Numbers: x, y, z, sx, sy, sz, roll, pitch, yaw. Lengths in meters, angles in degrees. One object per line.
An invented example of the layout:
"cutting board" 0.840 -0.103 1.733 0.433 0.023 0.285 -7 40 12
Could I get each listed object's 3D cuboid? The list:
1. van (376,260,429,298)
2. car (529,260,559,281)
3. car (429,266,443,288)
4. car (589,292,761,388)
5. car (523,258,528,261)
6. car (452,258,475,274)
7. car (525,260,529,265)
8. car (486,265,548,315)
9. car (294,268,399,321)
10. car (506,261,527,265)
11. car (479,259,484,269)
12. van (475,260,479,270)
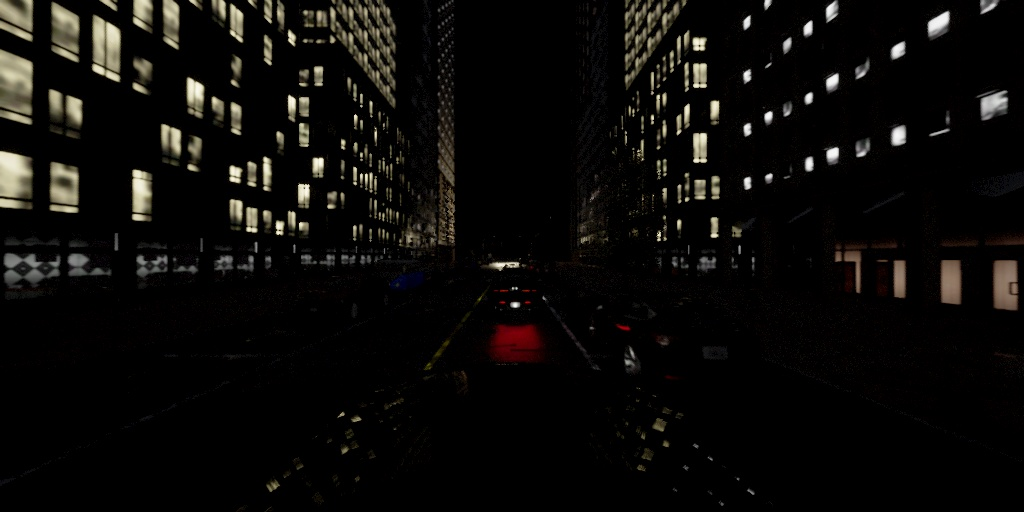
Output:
"van" -5.689 1.091 18.220 1.690 1.789 3.998 0 0 0
"car" 2.693 1.188 29.588 1.967 1.591 4.097 0 0 0
"car" -5.688 1.332 23.912 1.802 1.307 4.207 0 0 0
"car" 2.691 1.316 6.821 1.948 1.339 4.313 0 0 0
"car" 2.694 1.268 46.835 1.751 1.417 4.829 0 0 0
"car" -5.687 1.184 40.988 1.967 1.591 4.097 0 0 0
"car" 2.694 1.327 40.973 1.802 1.307 4.207 0 0 0
"car" 0.102 1.255 13.528 1.837 1.490 4.892 0 0 0
"car" -5.689 1.296 12.527 1.888 1.381 4.507 0 0 0
"car" 0.103 1.349 31.366 1.895 1.301 4.718 0 0 0
"car" -5.686 1.306 52.373 1.948 1.339 4.313 0 0 0
"van" -5.686 1.083 46.681 1.690 1.789 3.998 0 0 0
